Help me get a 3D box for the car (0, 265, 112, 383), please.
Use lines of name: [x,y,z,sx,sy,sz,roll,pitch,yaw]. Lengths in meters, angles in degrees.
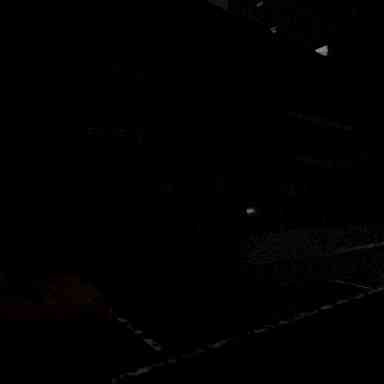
car: [-3.367,1.525,3.673,4.829,1.417,1.752,0,2,-35]
